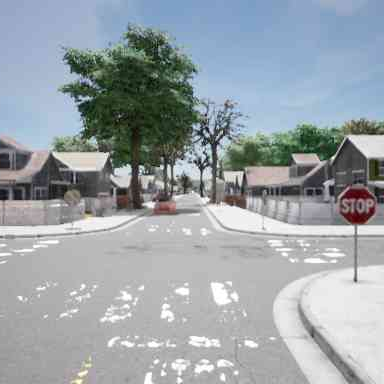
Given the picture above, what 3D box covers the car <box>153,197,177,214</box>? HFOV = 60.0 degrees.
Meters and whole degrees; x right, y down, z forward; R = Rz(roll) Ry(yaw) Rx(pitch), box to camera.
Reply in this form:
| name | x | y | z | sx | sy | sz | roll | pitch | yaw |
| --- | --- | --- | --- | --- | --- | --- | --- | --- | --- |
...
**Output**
| name | x | y | z | sx | sy | sz | roll | pitch | yaw |
| --- | --- | --- | --- | --- | --- | --- | --- | --- | --- |
| car | -2.678 | 1.308 | 33.907 | 2.097 | 1.767 | 4.553 | 0 | 0 | 0 |
